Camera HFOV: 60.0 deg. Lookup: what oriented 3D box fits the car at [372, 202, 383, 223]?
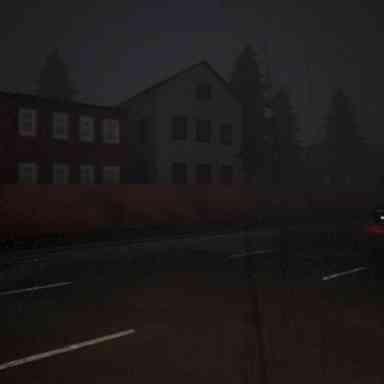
[{"bbox_3d":[13.947,1.327,22.276,4.892,1.490,1.837,-1,0,-35],"label":"car"}]
